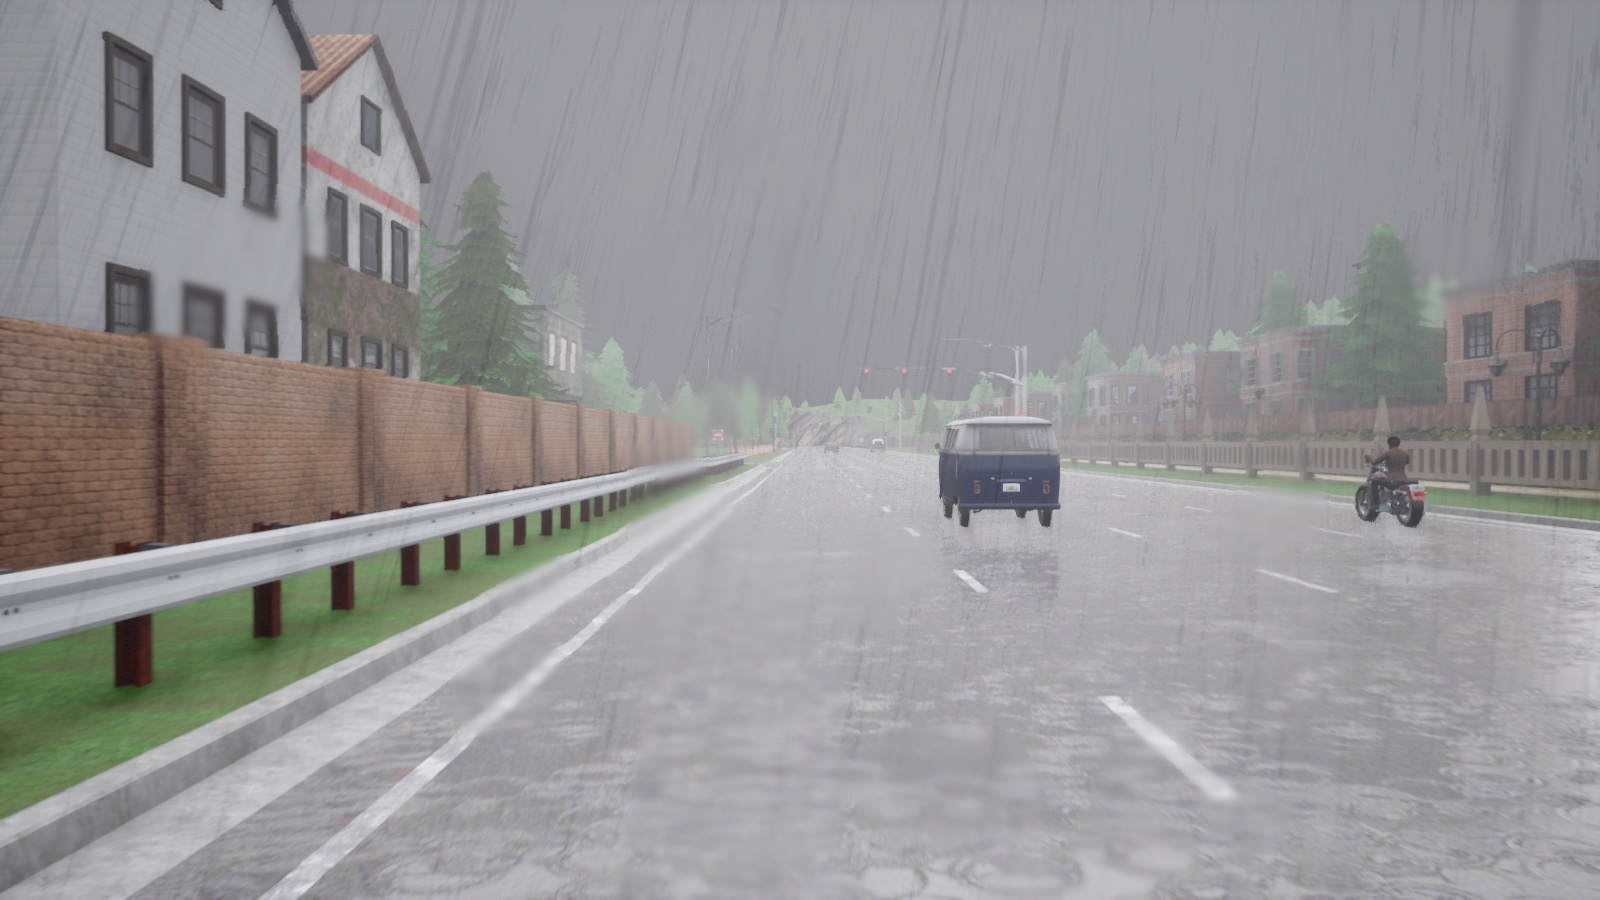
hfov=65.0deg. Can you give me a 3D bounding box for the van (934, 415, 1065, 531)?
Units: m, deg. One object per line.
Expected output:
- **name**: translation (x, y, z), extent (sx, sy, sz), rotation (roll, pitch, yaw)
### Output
- **van**: translation (3.650, 0.370, 23.680), extent (1.775, 1.987, 4.442), rotation (0, 0, 0)

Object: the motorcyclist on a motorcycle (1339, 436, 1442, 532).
- **motorcyclist on a motorcycle**: translation (10.645, 0.577, 22.731), extent (0.766, 1.649, 2.350), rotation (0, 0, 0)
